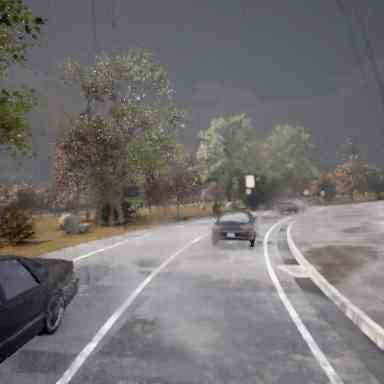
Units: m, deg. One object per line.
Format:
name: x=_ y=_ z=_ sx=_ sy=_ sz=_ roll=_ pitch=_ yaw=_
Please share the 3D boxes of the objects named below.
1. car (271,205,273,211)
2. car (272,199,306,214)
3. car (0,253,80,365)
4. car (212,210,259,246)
car: x=11.737 y=1.630 z=42.143 sx=2.128 sy=1.511 sz=4.902 roll=-5 pitch=-3 yaw=40
car: x=10.556 y=1.482 z=34.855 sx=2.128 sy=1.511 sz=4.902 roll=-4 pitch=-2 yaw=33
car: x=-3.148 y=1.561 z=4.066 sx=2.033 sy=1.411 sz=5.357 roll=0 pitch=0 yaw=3
car: x=2.072 y=1.554 z=15.495 sx=1.812 sy=1.442 sz=4.674 roll=-1 pitch=0 yaw=13
